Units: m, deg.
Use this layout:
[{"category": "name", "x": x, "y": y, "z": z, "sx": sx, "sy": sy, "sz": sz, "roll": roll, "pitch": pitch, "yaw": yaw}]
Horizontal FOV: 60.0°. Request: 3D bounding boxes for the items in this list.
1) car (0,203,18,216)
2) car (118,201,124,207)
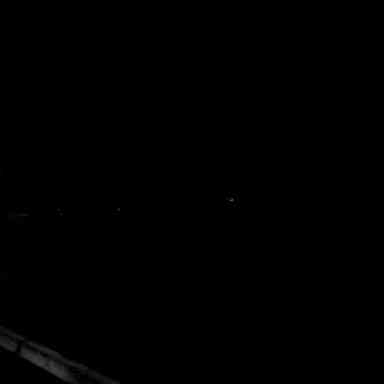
[{"category": "car", "x": -18.531, "y": 1.535, "z": 29.715, "sx": 2.033, "sy": 1.411, "sz": 5.357, "roll": 0, "pitch": 0, "yaw": 32}, {"category": "car", "x": -8.158, "y": 1.534, "z": 46.133, "sx": 2.033, "sy": 1.411, "sz": 5.357, "roll": 0, "pitch": 0, "yaw": 33}]
